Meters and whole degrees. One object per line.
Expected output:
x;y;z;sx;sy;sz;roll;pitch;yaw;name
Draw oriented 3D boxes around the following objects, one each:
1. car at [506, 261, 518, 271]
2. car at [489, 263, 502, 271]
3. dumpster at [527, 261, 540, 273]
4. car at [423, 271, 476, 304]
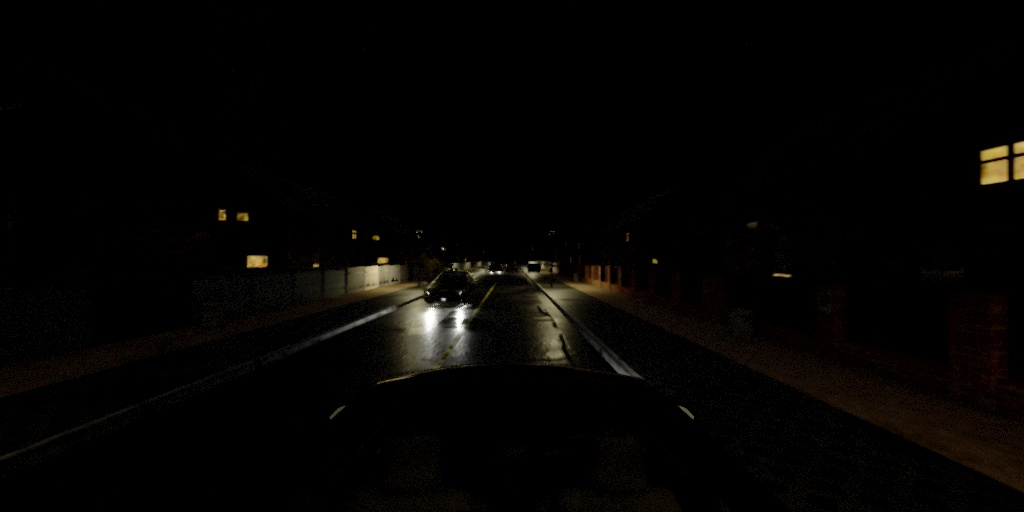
0.018;1.878;60.928;2.033;1.411;5.357;0;-1;0;car
-2.779;1.890;60.437;1.994;1.385;4.181;0;0;1;car
3.018;1.624;50.166;1.020;1.700;1.940;0;0;0;dumpster
-2.848;1.456;17.579;2.033;1.411;5.357;0;-1;0;car
